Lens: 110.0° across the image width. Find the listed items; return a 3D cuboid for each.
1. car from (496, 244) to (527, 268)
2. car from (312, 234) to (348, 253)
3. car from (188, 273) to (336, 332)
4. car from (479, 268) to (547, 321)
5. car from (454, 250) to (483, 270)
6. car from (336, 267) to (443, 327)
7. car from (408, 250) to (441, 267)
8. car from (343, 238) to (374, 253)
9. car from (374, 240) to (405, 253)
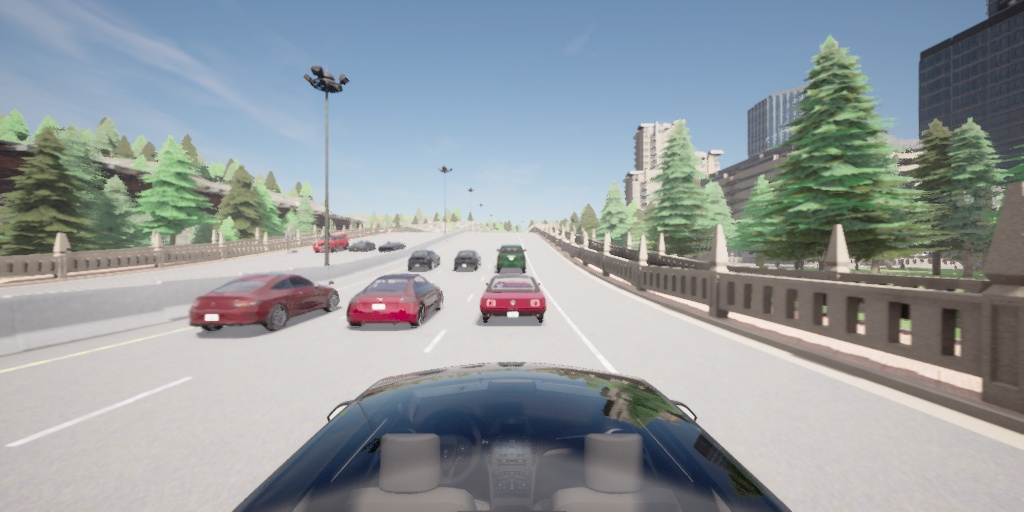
[{"bbox_3d":[-0.047,0.050,27.943,2.150,2.045,5.566,0,5,0],"label":"car"},{"bbox_3d":[-21.301,-1.536,42.526,2.150,2.045,5.566,0,7,0],"label":"car"},{"bbox_3d":[-6.970,1.221,10.630,1.812,1.442,4.674,0,1,0],"label":"car"},{"bbox_3d":[0.031,1.270,12.059,1.895,1.301,4.718,0,1,0],"label":"car"},{"bbox_3d":[-3.554,0.232,29.141,1.837,1.490,4.892,0,5,0],"label":"car"},{"bbox_3d":[-3.466,1.248,11.306,1.994,1.385,4.181,0,1,0],"label":"car"},{"bbox_3d":[-7.053,0.232,29.128,1.837,1.490,4.892,0,5,0],"label":"car"},{"bbox_3d":[-17.799,-1.209,42.702,1.994,1.385,4.181,0,7,0],"label":"car"},{"bbox_3d":[-14.302,-1.167,42.679,1.895,1.301,4.718,0,7,0],"label":"car"}]
